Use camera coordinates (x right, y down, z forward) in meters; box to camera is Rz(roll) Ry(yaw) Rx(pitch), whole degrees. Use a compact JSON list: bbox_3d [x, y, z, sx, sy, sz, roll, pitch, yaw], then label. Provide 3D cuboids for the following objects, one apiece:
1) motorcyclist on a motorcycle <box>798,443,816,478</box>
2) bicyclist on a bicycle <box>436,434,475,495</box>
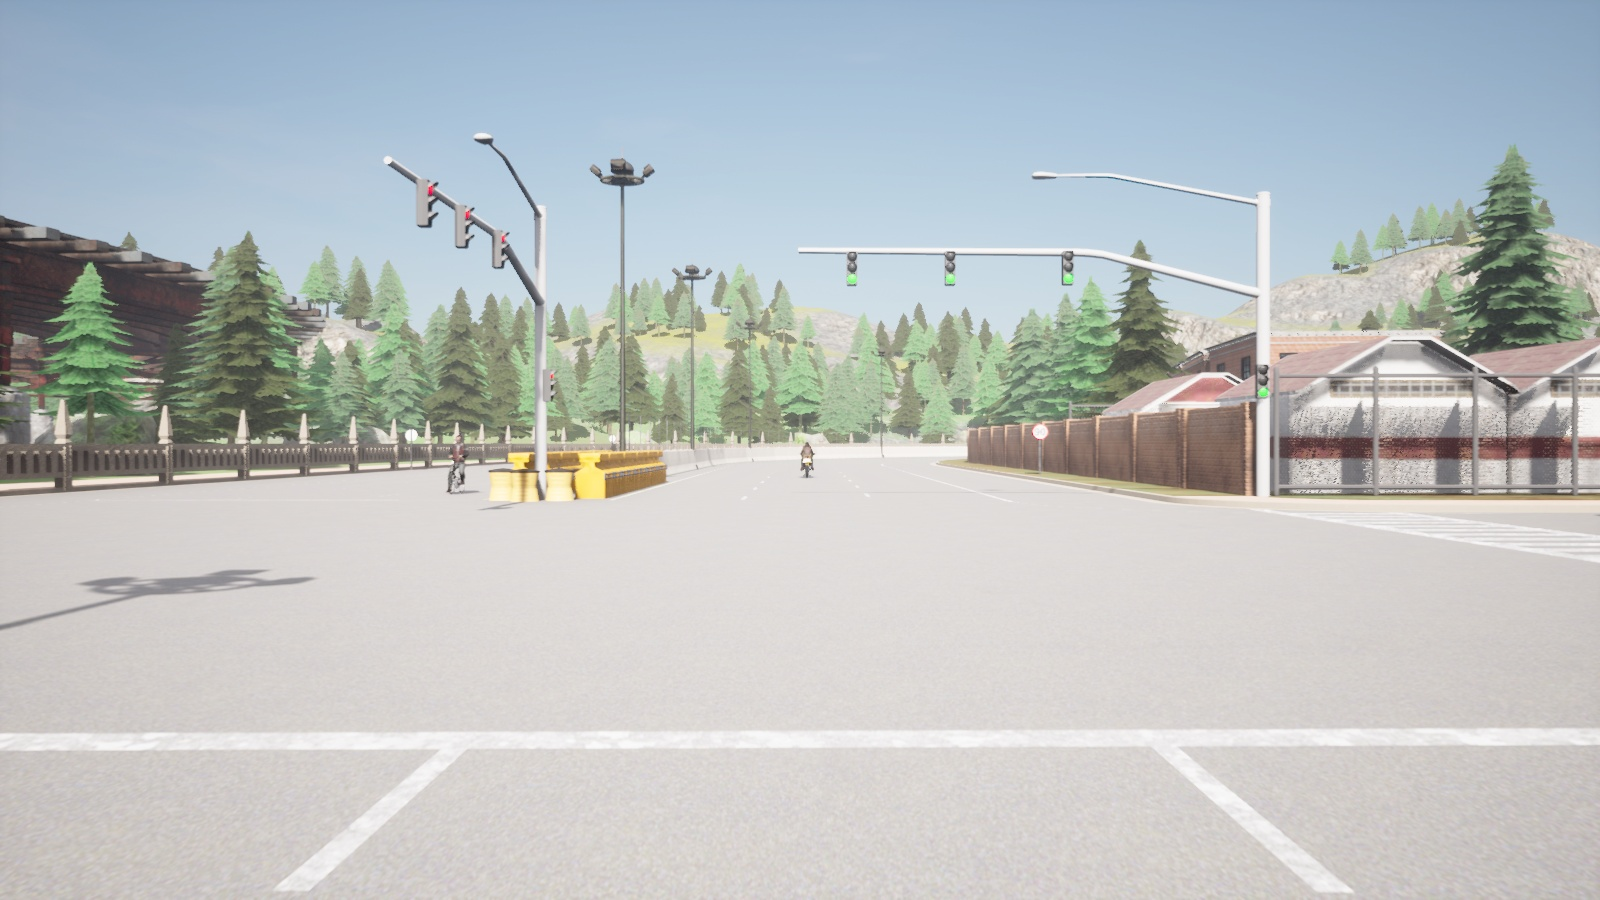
[{"bbox_3d":[0.323,0.463,56.114,0.797,1.523,2.044,1,0,1],"label":"motorcyclist on a motorcycle"},{"bbox_3d":[-10.282,0.433,37.559,0.659,1.776,1.843,0,0,0],"label":"bicyclist on a bicycle"}]
